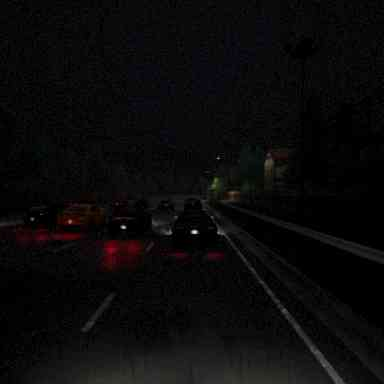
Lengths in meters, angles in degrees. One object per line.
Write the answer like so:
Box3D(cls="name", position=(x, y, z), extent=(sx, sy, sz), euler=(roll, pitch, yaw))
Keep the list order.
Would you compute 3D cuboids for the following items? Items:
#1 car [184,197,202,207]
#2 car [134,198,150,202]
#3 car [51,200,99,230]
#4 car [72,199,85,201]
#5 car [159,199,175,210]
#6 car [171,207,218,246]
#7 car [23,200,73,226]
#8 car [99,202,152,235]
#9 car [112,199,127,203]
Box3D(cls="car", position=(0.114, 1.431, 40.762), extent=(2.097, 1.767, 4.553), euler=(0, 0, 0))
Box3D(cls="car", position=(-6.884, 1.595, 45.218), extent=(1.837, 1.490, 4.892), euler=(0, 0, 0))
Box3D(cls="car", position=(-6.892, 1.520, 21.294), extent=(1.882, 1.535, 5.008), euler=(0, 0, 0))
Box3D(cls="car", position=(-13.883, 1.588, 41.065), extent=(1.837, 1.490, 4.892), euler=(0, 0, 0))
Box3D(cls="car", position=(-3.385, 1.653, 45.234), extent=(1.994, 1.385, 4.181), euler=(0, 0, 0))
Box3D(cls="car", position=(0.105, 1.595, 15.400), extent=(1.994, 1.385, 4.181), euler=(0, 0, 0))
Box3D(cls="car", position=(-10.388, 1.574, 23.958), extent=(1.812, 1.442, 4.674), euler=(0, 0, 0))
Box3D(cls="car", position=(-3.395, 1.530, 18.917), extent=(2.128, 1.511, 4.902), euler=(0, 0, 0))
Box3D(cls="car", position=(-10.380, 1.660, 48.108), extent=(1.994, 1.385, 4.181), euler=(0, 0, 0))
